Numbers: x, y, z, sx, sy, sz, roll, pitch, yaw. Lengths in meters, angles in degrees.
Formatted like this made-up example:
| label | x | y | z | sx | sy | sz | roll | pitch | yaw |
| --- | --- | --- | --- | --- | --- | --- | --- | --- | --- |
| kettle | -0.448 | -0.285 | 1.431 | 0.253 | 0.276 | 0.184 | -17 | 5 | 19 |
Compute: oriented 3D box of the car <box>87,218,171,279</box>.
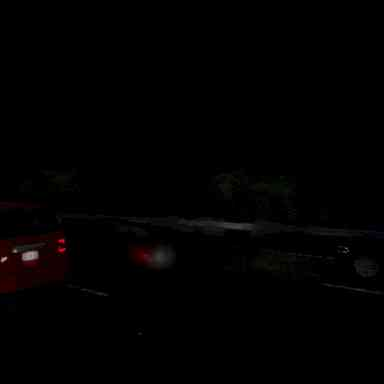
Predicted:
| label | x | y | z | sx | sy | sz | roll | pitch | yaw |
| --- | --- | --- | --- | --- | --- | --- | --- | --- | --- |
| car | -2.745 | 1.515 | 9.985 | 4.674 | 1.442 | 1.812 | 0 | 0 | 34 |

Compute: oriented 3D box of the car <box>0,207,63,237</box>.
| label | x | y | z | sx | sy | sz | roll | pitch | yaw |
| --- | --- | --- | --- | --- | --- | --- | --- | --- | --- |
| car | -9.540 | 1.585 | 18.760 | 4.718 | 1.301 | 1.895 | 0 | 0 | 34 |

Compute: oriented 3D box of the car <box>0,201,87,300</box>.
| label | x | y | z | sx | sy | sz | roll | pitch | yaw |
| --- | --- | --- | --- | --- | --- | --- | --- | --- | --- |
| car | -5.067 | 1.216 | 7.348 | 5.566 | 2.045 | 2.150 | 0 | 0 | 34 |

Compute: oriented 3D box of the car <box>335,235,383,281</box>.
| label | x | y | z | sx | sy | sz | roll | pitch | yaw |
| --- | --- | --- | --- | --- | --- | --- | --- | --- | --- |
| car | 6.174 | 1.460 | 8.082 | 5.008 | 1.535 | 1.882 | 0 | 0 | 36 |
